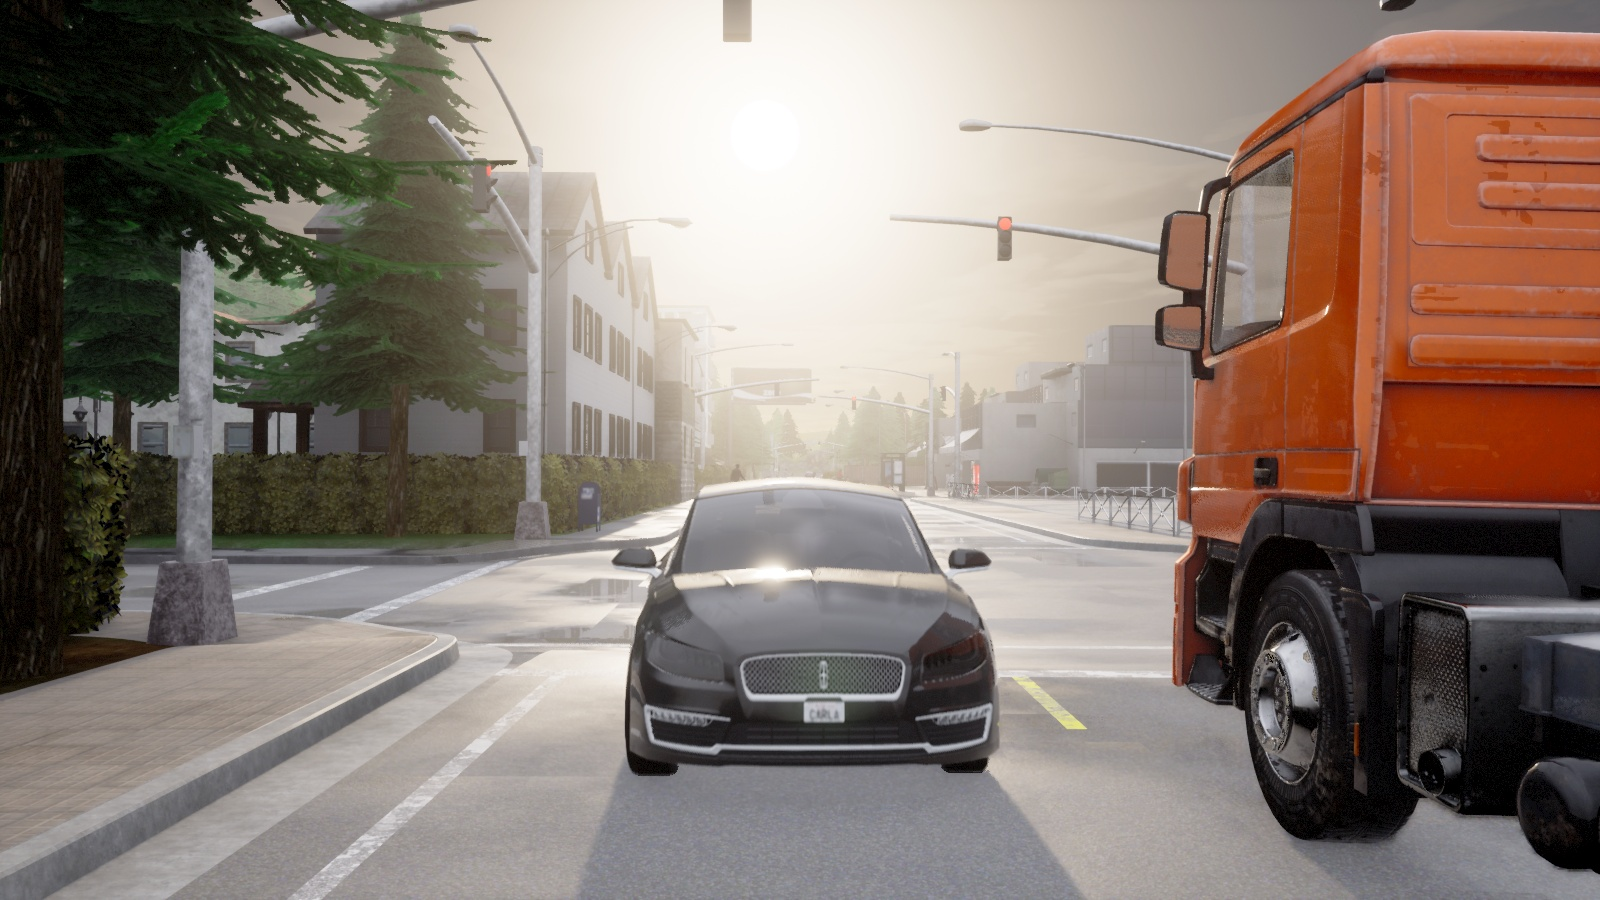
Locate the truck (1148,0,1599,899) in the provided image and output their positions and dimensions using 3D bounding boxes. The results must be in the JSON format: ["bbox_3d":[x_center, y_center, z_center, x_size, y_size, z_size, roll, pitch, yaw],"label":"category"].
[{"bbox_3d":[3.467,-0.063,3.129,2.891,3.462,7.936,1,0,0],"label":"truck"}]

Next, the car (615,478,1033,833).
[{"bbox_3d":[-0.013,0.949,7.952,1.837,1.490,4.892,0,-1,-3],"label":"car"}]
